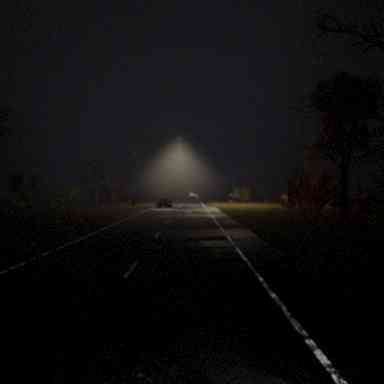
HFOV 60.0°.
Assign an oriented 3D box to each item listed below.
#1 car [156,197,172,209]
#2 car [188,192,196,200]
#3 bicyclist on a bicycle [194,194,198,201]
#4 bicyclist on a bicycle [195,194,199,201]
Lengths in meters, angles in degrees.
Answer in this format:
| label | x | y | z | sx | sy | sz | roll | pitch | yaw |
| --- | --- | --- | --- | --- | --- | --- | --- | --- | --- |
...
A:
| label | x | y | z | sx | sy | sz | roll | pitch | yaw |
| --- | --- | --- | --- | --- | --- | --- | --- | --- | --- |
| car | -3.578 | 1.401 | 43.983 | 2.033 | 1.411 | 5.357 | 0 | 0 | 0 |
| car | 0.028 | 1.263 | 80.770 | 1.895 | 1.301 | 4.718 | 0 | 0 | 0 |
| bicyclist on a bicycle | 0.972 | 1.153 | 73.217 | 0.866 | 1.612 | 1.509 | 0 | 0 | 0 |
| bicyclist on a bicycle | 0.971 | 1.193 | 65.526 | 0.866 | 1.612 | 1.509 | 0 | -1 | 0 |
